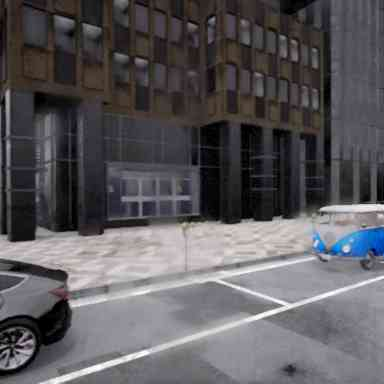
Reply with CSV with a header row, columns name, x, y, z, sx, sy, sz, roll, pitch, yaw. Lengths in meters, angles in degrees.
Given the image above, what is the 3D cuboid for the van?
name,x,y,z,sx,sy,sz,roll,pitch,yaw
van,5.485,1.297,10.566,3.998,1.788,1.690,0,0,-36

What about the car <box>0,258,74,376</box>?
name,x,y,z,sx,sy,sz,roll,pitch,yaw
car,-3.691,1.569,4.018,4.313,1.339,1.947,0,0,-36
